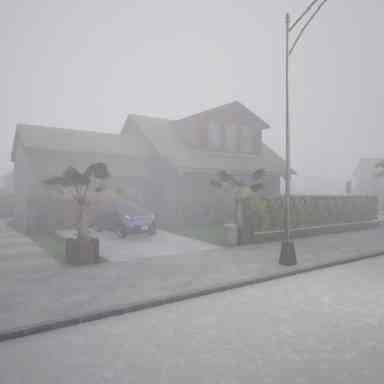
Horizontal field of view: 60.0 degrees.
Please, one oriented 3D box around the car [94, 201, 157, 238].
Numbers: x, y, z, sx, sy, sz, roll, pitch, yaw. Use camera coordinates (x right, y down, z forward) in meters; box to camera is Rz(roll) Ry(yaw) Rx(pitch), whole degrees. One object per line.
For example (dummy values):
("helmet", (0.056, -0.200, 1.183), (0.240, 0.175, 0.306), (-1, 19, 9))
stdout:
("car", (-3.079, 1.174, 15.254), (1.845, 1.501, 3.633), (0, 0, -38))
